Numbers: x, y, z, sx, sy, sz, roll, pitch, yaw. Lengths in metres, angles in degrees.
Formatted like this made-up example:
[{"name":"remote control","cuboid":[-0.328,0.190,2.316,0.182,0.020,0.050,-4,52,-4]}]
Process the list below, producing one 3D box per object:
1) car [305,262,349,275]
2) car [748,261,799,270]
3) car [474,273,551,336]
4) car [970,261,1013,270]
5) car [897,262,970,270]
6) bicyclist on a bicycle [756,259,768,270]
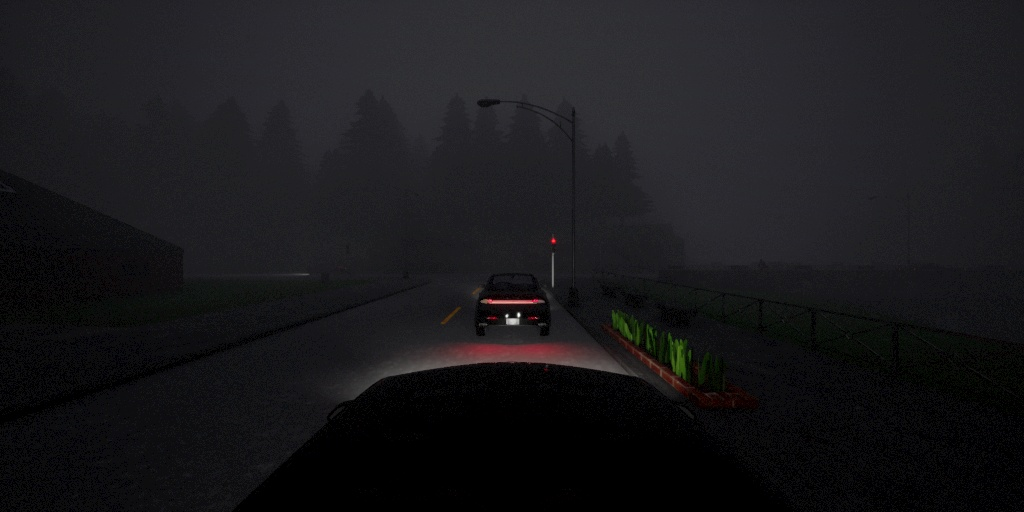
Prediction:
[{"name":"car","cuboid":[-20.017,1.313,38.852,4.181,1.385,1.994,0,0,1]},{"name":"car","cuboid":[28.218,1.297,38.770,5.357,1.411,2.033,0,0,0]},{"name":"car","cuboid":[0.022,1.241,10.375,2.128,1.511,4.902,0,0,0]},{"name":"car","cuboid":[50.264,1.297,38.614,5.357,1.411,2.033,0,0,0]},{"name":"car","cuboid":[40.461,1.351,34.637,4.718,1.301,1.895,0,0,0]},{"name":"bicyclist on a bicycle","cuboid":[21.220,1.099,30.390,0.582,1.620,1.656,0,0,0]}]
